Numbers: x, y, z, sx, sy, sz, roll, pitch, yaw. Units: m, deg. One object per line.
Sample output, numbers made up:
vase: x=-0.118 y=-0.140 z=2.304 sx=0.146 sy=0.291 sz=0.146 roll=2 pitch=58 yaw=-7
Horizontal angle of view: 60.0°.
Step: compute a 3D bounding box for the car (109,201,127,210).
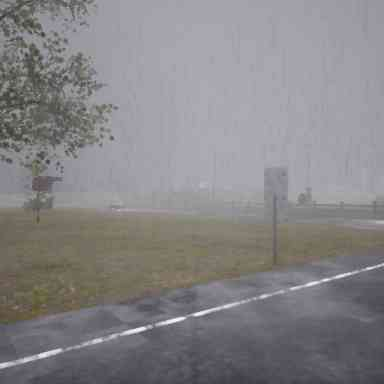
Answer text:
car: x=-13.550 y=2.454 z=60.272 sx=1.812 sy=1.442 sz=4.674 roll=0 pitch=-1 yaw=-37
